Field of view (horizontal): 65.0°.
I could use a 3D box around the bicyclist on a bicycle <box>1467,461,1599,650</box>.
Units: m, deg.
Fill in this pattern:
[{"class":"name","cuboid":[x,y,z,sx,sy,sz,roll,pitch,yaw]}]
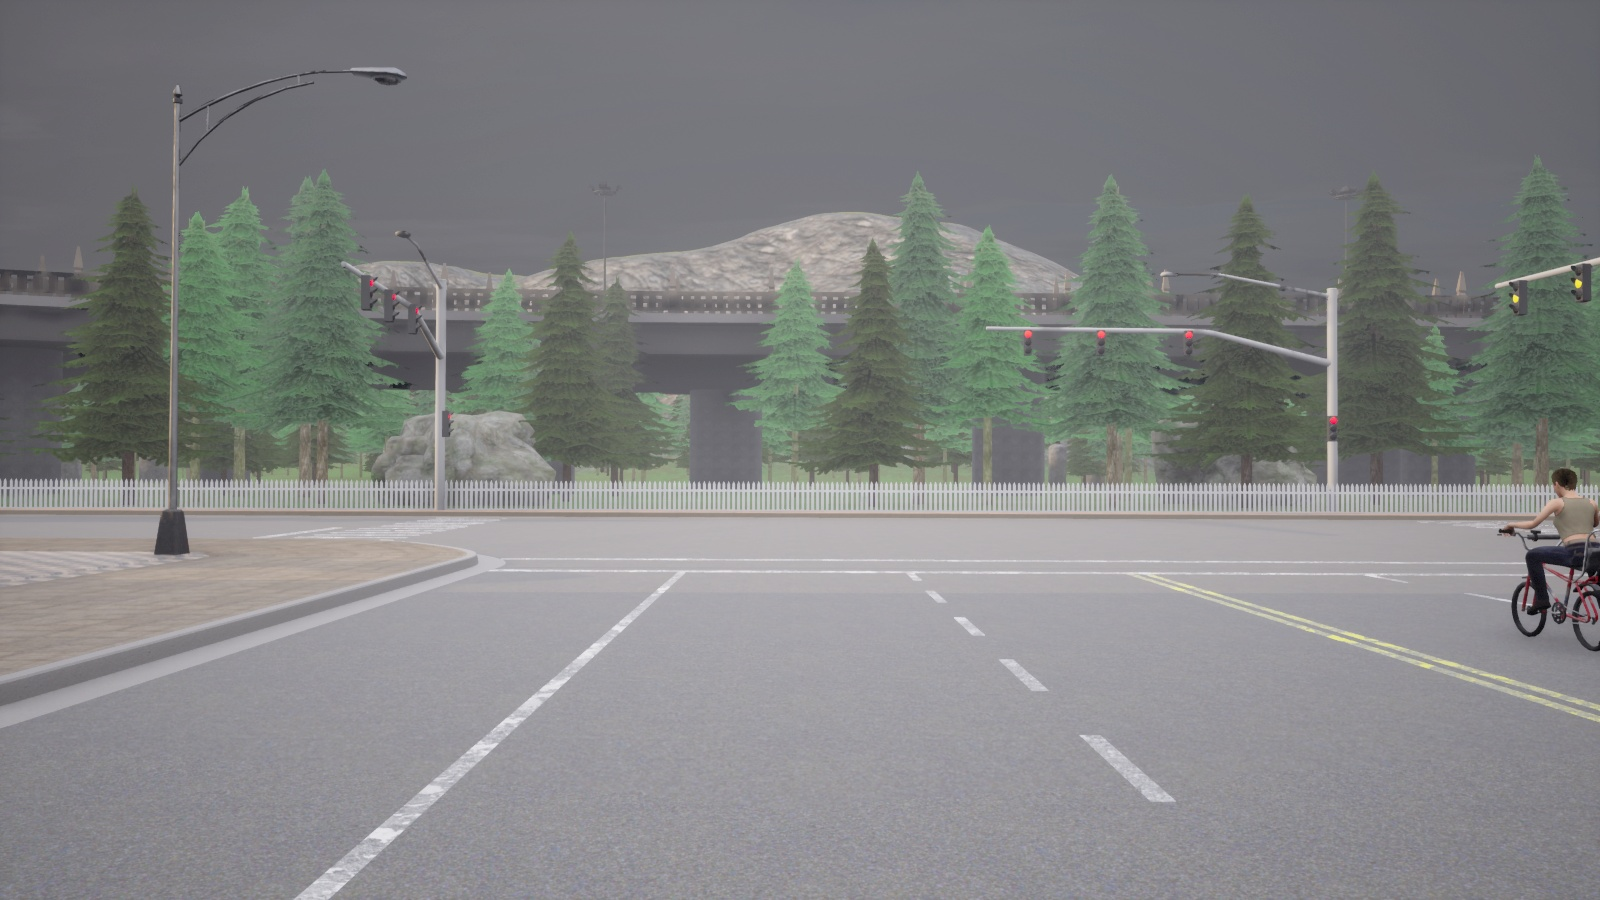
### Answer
[{"class":"bicyclist on a bicycle","cuboid":[6.975,0.916,11.527,0.866,1.612,1.509,0,-1,0]}]
